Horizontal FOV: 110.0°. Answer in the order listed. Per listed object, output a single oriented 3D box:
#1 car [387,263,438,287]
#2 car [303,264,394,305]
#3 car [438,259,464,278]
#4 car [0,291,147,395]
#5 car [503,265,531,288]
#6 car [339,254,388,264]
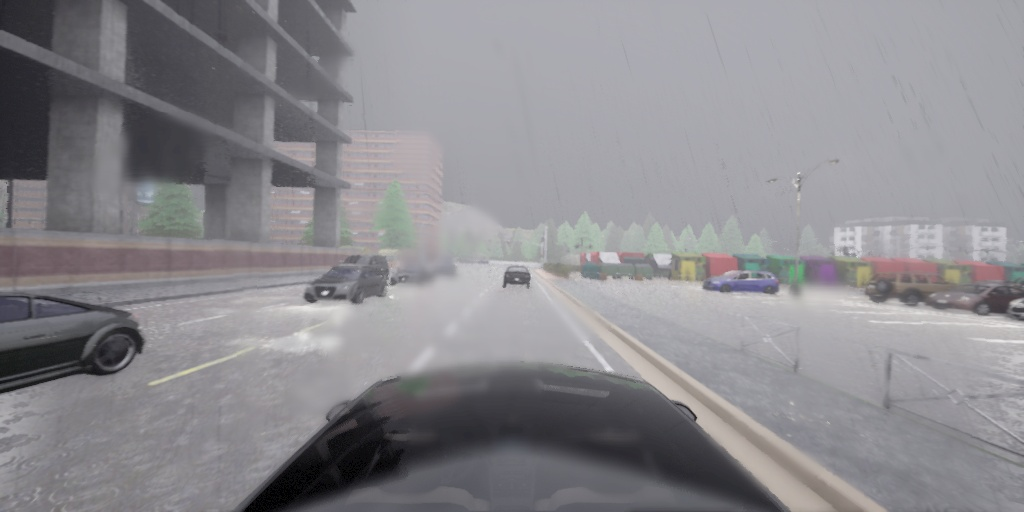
[{"bbox_3d":[-6.656,1.318,24.316,1.994,1.385,4.181,2,0,1],"label":"car"},{"bbox_3d":[-6.895,1.196,15.274,1.994,1.385,4.181,2,-1,1],"label":"car"},{"bbox_3d":[-6.490,1.342,35.303,2.033,1.411,5.357,2,0,1],"label":"car"},{"bbox_3d":[-7.074,1.107,4.177,1.994,1.385,4.181,2,0,1],"label":"car"},{"bbox_3d":[0.383,1.455,26.600,1.882,1.535,5.008,2,-1,1],"label":"car"},{"bbox_3d":[-10.144,0.907,24.344,2.150,2.045,5.566,2,0,1],"label":"car"}]
